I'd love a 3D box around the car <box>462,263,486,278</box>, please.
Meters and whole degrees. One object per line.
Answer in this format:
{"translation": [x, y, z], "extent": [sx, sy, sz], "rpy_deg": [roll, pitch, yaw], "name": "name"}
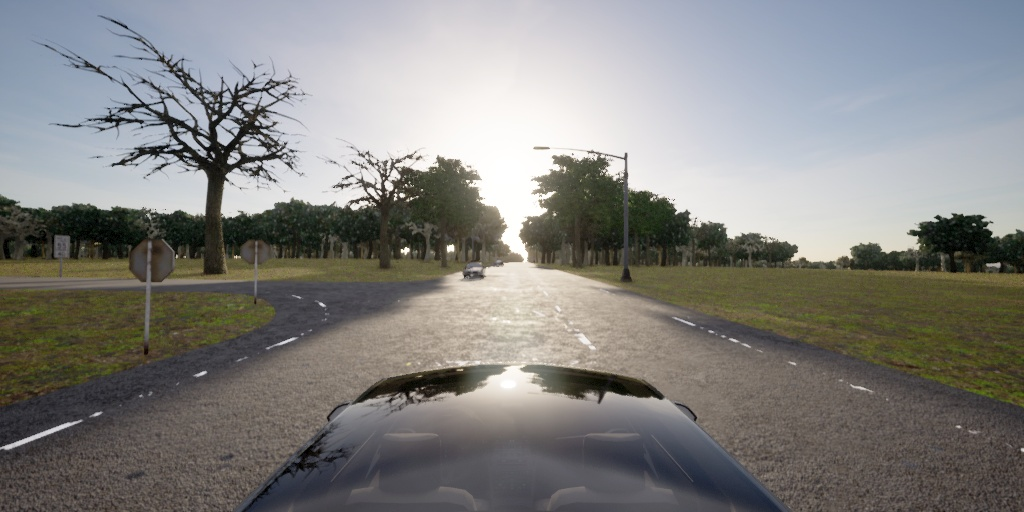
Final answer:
{"translation": [-3.521, 1.344, 34.162], "extent": [2.033, 1.411, 5.357], "rpy_deg": [0, 0, 0], "name": "car"}
